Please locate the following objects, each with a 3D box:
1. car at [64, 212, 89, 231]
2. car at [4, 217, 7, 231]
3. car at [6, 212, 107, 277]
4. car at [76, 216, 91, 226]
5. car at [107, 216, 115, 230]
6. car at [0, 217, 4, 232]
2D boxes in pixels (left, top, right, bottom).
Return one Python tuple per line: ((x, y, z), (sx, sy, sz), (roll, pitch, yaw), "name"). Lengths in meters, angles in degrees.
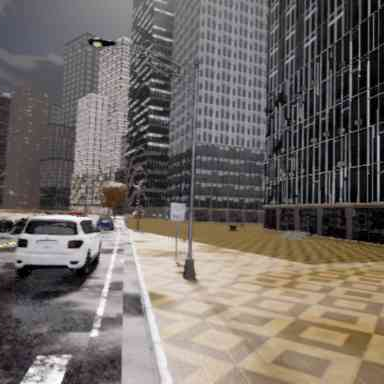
((-13.716, 3.403, 39.783), (2.150, 2.045, 5.566), (3, -4, -12), "car")
((-18.835, 3.062, 32.201), (1.994, 1.385, 4.181), (3, -4, -12), "car")
((-4.844, 1.927, 12.805), (2.150, 2.045, 5.566), (3, -4, -9), "car")
((-16.442, 4.394, 50.571), (1.895, 1.301, 4.718), (3, -4, -15), "car")
((-10.879, 3.771, 41.865), (2.097, 1.767, 4.553), (3, -4, -13), "car")
((-12.779, 2.340, 18.976), (1.837, 1.490, 4.892), (3, -4, -11), "car")
